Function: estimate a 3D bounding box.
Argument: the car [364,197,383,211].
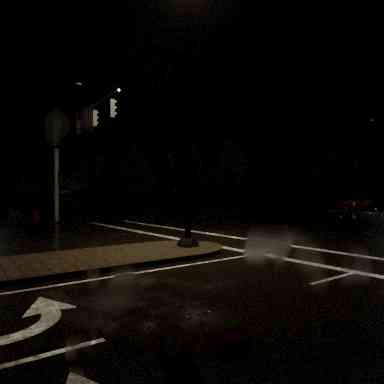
[{"bbox_3d":[22.821,1.547,38.873,5.357,1.411,2.033,0,0,-35],"label":"car"}]

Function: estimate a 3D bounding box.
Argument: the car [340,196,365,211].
[{"bbox_3d":[20.409,1.352,41.405,4.553,1.767,2.097,0,0,-36],"label":"car"}]

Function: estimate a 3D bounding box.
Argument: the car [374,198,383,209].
[{"bbox_3d":[27.424,1.564,46.433,4.181,1.385,1.994,0,0,-36],"label":"car"}]
